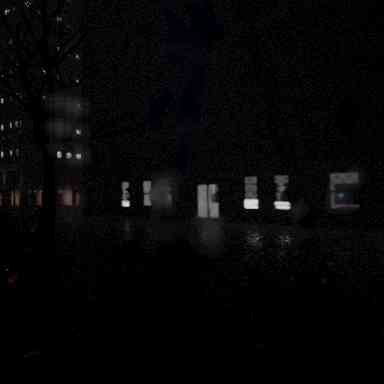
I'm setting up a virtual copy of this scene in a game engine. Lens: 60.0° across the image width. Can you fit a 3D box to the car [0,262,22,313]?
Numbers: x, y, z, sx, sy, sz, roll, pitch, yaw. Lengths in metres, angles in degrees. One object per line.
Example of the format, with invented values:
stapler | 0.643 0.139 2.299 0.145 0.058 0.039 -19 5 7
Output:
car | -4.894 1.612 6.389 4.206 1.307 1.802 0 -1 36
